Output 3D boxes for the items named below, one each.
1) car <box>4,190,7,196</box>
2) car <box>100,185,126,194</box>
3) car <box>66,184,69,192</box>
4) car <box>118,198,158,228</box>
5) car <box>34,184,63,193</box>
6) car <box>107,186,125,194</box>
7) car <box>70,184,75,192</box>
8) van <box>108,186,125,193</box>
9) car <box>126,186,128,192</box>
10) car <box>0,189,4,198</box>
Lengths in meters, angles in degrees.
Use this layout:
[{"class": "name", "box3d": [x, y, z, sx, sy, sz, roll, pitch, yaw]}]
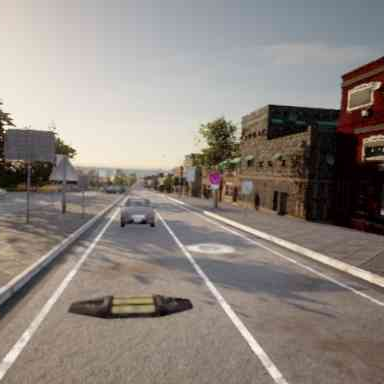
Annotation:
[{"class": "car", "box3d": [-25.797, 0.000, 41.663, 4.674, 1.452, 2.002, 2, 1, -9]}, {"class": "car", "box3d": [-17.992, -0.241, 74.630, 4.892, 1.521, 2.231, 2, 1, -9]}, {"class": "car", "box3d": [-31.358, -0.694, 75.253, 5.008, 1.535, 2.097, 2, 1, -9]}, {"class": "car", "box3d": [-3.094, 1.107, 19.041, 2.128, 1.511, 4.902, 2, 1, -9]}, {"class": "car", "box3d": [-30.438, -0.602, 69.762, 5.008, 1.535, 2.097, 2, 1, -9]}, {"class": "car", "box3d": [-20.258, -0.555, 88.454, 4.553, 1.767, 2.185, 2, 0, -10]}, {"class": "car", "box3d": [-32.687, -0.928, 83.500, 4.553, 1.767, 2.185, 2, 0, -9]}, {"class": "van", "box3d": [-20.634, -0.681, 91.233, 4.442, 1.987, 1.878, 2, 0, -10]}, {"class": "car", "box3d": [-18.475, -0.538, 77.385, 5.566, 2.045, 2.435, 2, 1, -9]}, {"class": "car", "box3d": [-25.290, 0.022, 38.556, 5.008, 1.535, 2.097, 2, 1, -9]}]
